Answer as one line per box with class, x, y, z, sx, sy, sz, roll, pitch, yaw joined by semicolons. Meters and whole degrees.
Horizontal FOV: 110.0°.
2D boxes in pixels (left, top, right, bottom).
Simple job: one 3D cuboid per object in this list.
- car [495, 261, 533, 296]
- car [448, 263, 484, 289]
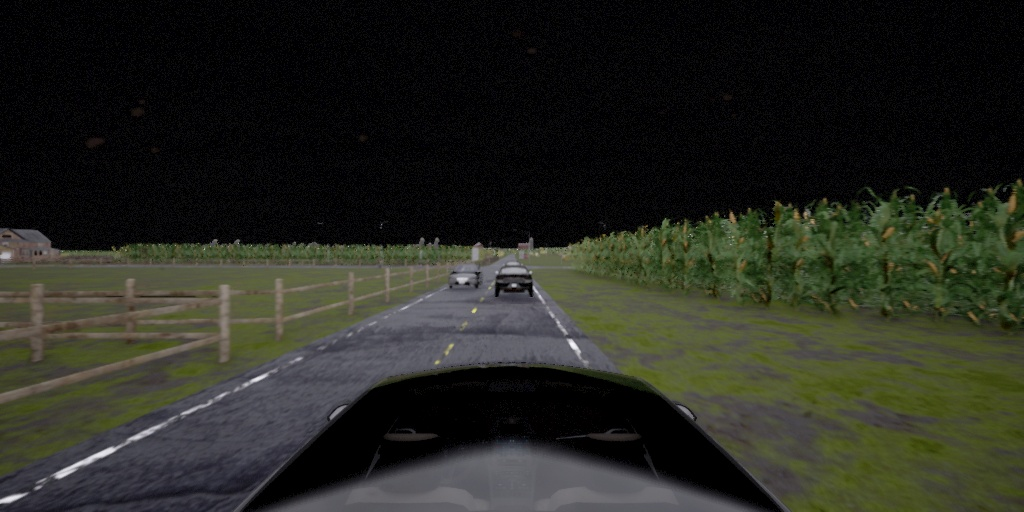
car;0.098;1.228;19.145;1.882;1.535;5.008;0;0;0
car;-2.852;1.240;22.971;2.128;1.511;4.902;0;0;0
